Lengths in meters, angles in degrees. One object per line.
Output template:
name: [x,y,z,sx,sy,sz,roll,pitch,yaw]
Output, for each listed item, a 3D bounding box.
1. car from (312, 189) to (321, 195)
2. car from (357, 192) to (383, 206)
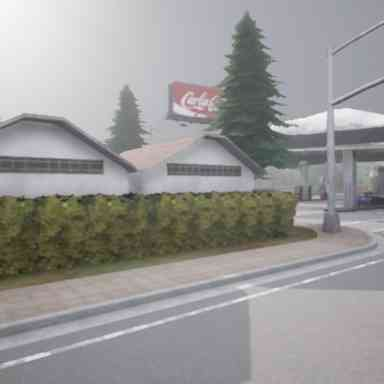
car: [32.720,0.099,89.328,2.152,1.636,5.027,-1,1,-36]
car: [21.621,0.842,39.847,4.611,1.667,2.242,-1,1,-36]
